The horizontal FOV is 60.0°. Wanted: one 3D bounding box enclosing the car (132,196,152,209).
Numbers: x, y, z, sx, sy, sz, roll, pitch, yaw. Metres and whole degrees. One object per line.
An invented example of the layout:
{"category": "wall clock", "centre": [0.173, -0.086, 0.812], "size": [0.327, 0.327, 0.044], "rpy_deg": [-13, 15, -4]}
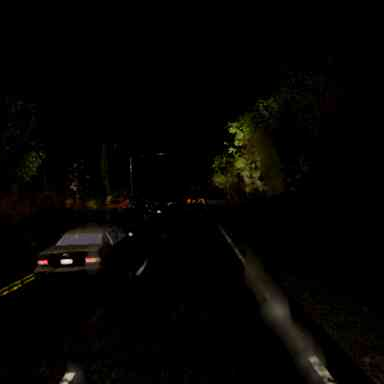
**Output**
{"category": "car", "centre": [-6.225, 1.251, 42.248], "size": [2.097, 1.767, 4.553], "rpy_deg": [0, 0, 1]}

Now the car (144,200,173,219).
{"category": "car", "centre": [-2.971, 1.664, 31.669], "size": [1.994, 1.385, 4.181], "rpy_deg": [-8, 2, 1]}

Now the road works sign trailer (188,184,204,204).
{"category": "road works sign trailer", "centre": [0.548, 0.320, 59.905], "size": [2.380, 3.560, 2.880], "rpy_deg": [-3, 0, 1]}

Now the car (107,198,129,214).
{"category": "car", "centre": [-9.539, 1.625, 43.003], "size": [1.882, 1.535, 5.008], "rpy_deg": [-6, 7, 2]}

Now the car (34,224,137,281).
{"category": "car", "centre": [-3.108, 1.769, 10.767], "size": [2.033, 1.411, 5.357], "rpy_deg": [-3, 0, 0]}
